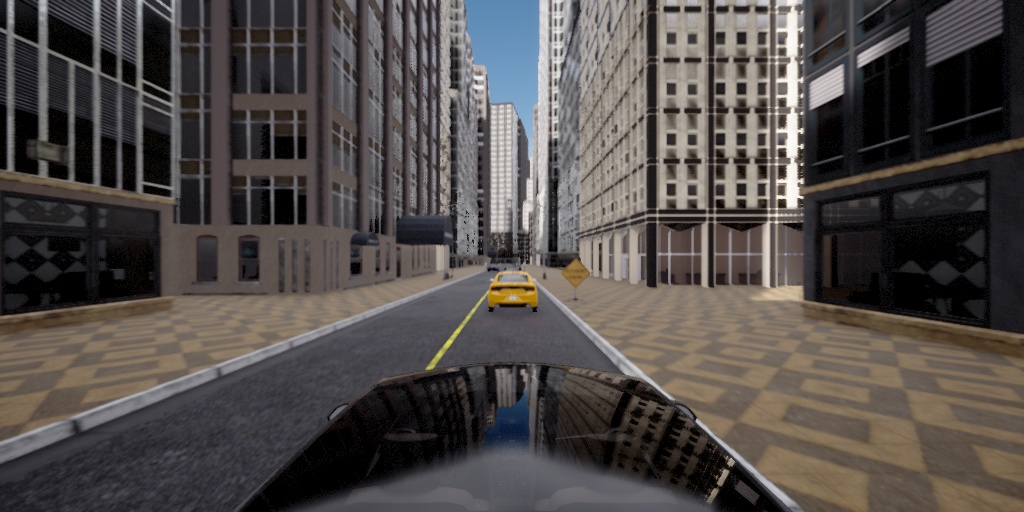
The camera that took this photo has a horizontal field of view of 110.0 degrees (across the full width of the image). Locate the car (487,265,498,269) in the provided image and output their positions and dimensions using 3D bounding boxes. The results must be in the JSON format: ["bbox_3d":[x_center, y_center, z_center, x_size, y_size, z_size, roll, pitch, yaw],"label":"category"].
[{"bbox_3d":[-3.081,2.050,58.579,1.895,1.301,4.718,0,-1,0],"label":"car"}]

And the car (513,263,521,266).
[{"bbox_3d":[0.035,1.583,29.215,1.837,1.490,4.892,0,0,0],"label":"car"}]

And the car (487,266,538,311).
[{"bbox_3d":[0.049,1.386,15.357,1.882,1.535,5.008,0,0,0],"label":"car"}]

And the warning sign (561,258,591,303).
[{"bbox_3d":[2.710,1.024,15.351,1.300,1.860,1.060,0,0,0],"label":"warning sign"}]
